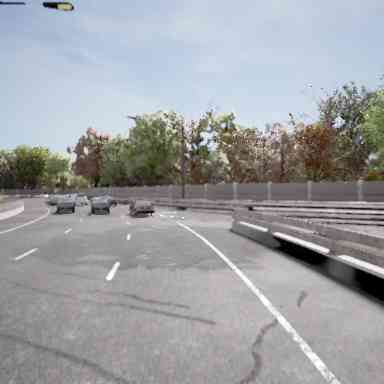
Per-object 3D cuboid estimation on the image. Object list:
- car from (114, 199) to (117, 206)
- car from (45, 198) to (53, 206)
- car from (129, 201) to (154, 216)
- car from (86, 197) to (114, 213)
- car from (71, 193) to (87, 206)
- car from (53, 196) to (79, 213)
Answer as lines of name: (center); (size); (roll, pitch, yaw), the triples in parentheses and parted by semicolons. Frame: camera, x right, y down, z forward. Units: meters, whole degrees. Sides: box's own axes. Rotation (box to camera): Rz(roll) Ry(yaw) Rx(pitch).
car: (-13.249, 1.492, 52.310); (2.033, 1.411, 5.357); (2, -3, -28)
car: (-22.977, 1.606, 55.012); (1.994, 1.385, 4.181); (0, 0, -32)
car: (-4.973, 1.534, 32.414); (2.033, 1.411, 5.357); (0, 0, -18)
car: (-10.179, 1.497, 36.633); (2.128, 1.511, 4.902); (0, 0, -20)
car: (-19.052, 1.246, 55.445); (2.150, 2.045, 5.566); (0, 0, -31)
car: (-14.353, 1.514, 37.767); (2.128, 1.511, 4.902); (0, 0, -21)
